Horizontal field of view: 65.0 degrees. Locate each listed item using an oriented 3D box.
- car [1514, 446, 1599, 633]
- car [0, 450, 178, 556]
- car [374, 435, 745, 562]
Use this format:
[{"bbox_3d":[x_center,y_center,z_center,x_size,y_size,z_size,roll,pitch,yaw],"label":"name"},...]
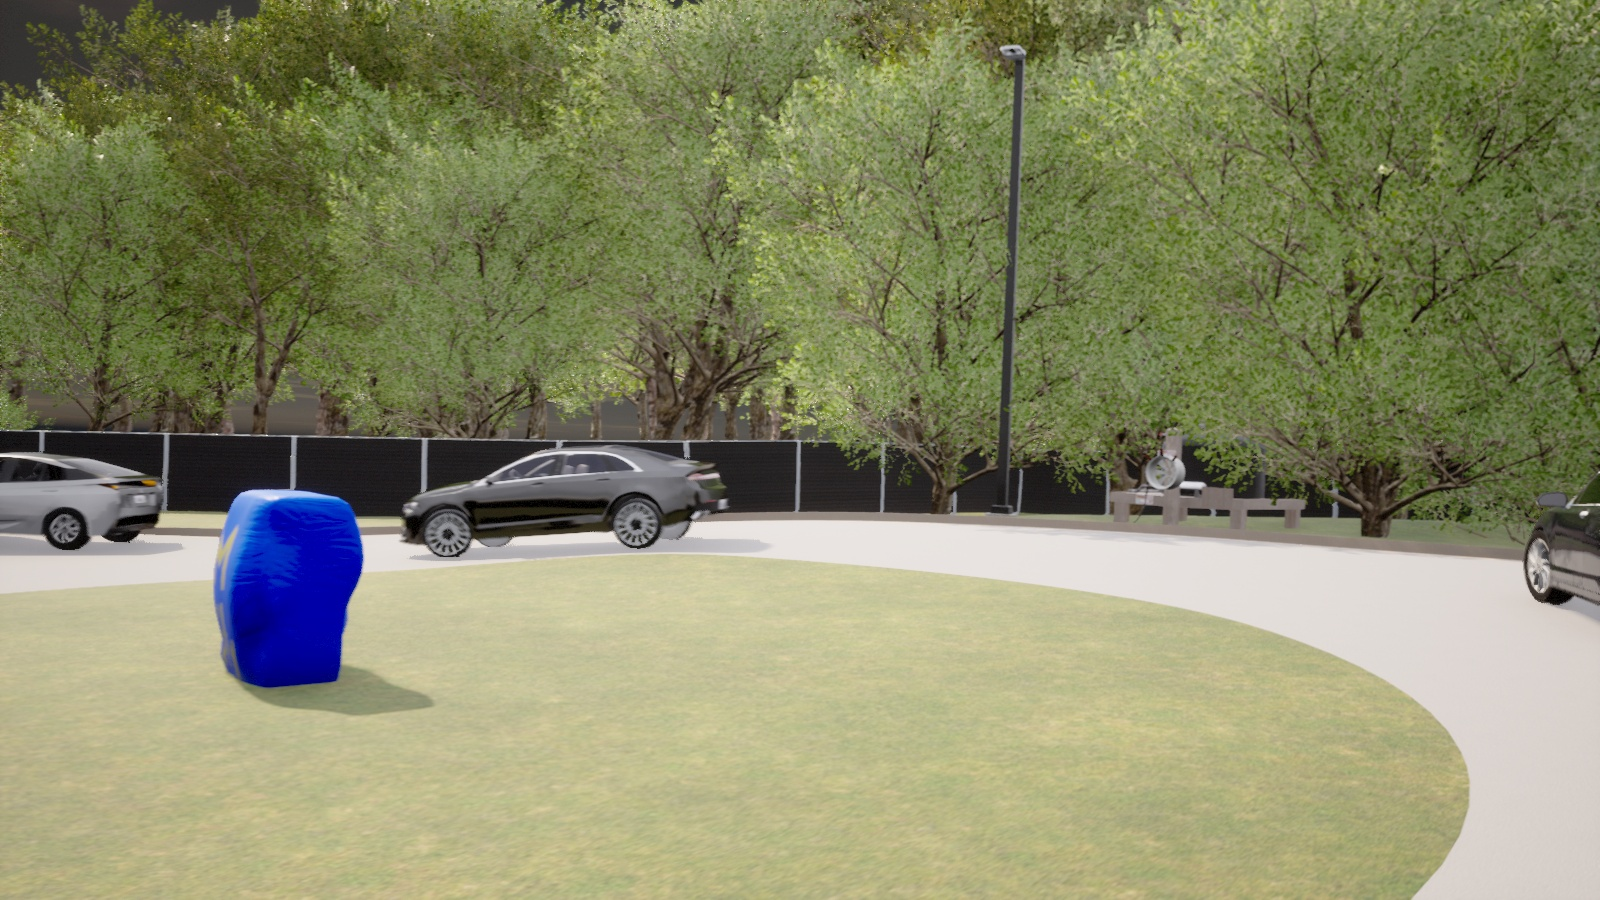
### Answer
[{"bbox_3d":[7.583,0.747,10.527,1.837,1.490,4.892,1,1,18],"label":"car"},{"bbox_3d":[-13.347,0.817,21.305,4.514,1.525,2.007,3,0,1],"label":"car"},{"bbox_3d":[-3.484,0.694,18.693,4.902,1.511,2.128,-4,0,10],"label":"car"}]
